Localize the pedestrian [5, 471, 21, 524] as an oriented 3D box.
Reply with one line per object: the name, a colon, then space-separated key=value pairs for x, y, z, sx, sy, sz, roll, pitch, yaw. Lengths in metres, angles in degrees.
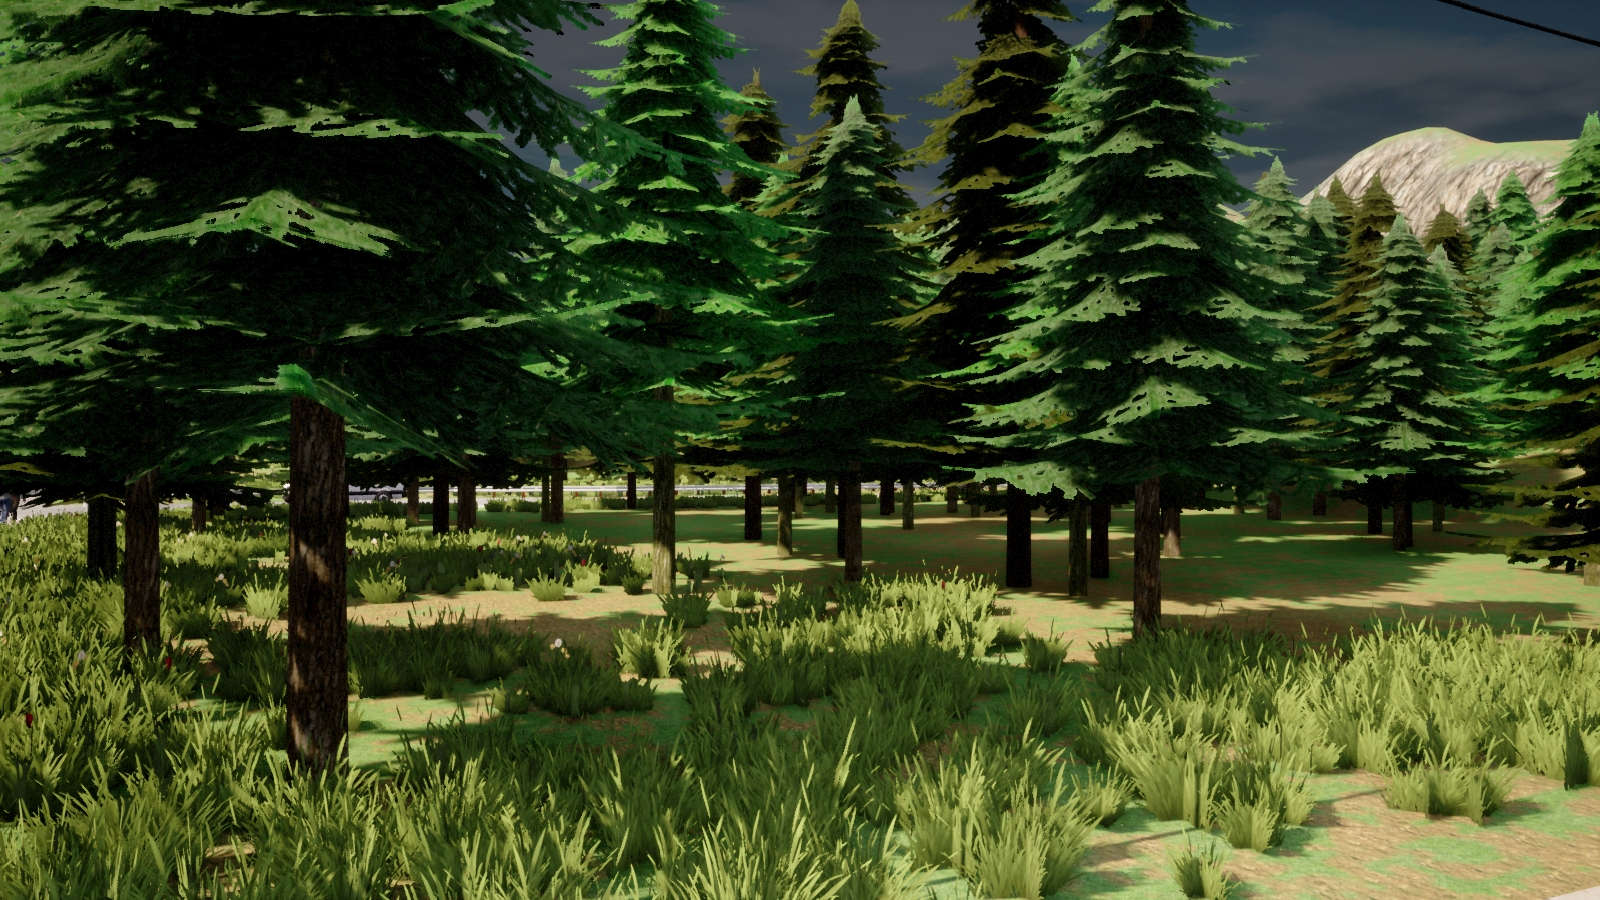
pedestrian: x=-27.931 y=1.694 z=40.572 sx=0.375 sy=1.860 sz=0.375 roll=0 pitch=0 yaw=-17
